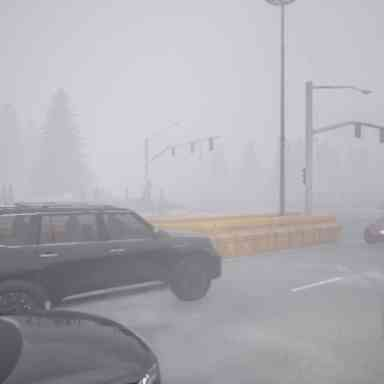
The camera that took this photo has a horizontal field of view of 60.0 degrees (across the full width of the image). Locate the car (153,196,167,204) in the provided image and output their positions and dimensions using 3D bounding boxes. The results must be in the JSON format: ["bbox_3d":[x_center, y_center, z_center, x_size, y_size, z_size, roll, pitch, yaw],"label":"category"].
[{"bbox_3d":[-6.820,1.623,71.137,2.128,1.511,4.902,0,0,3],"label":"car"}]

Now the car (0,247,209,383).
[{"bbox_3d":[-2.474,1.488,1.972,4.902,1.511,2.128,0,0,-36],"label":"car"}]

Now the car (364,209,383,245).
[{"bbox_3d":[9.508,1.625,14.794,4.181,1.385,1.994,0,0,-35],"label":"car"}]

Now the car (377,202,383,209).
[{"bbox_3d":[26.542,1.705,44.290,4.674,1.442,1.812,0,0,-35],"label":"car"}]

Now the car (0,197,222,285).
[{"bbox_3d":[-1.991,1.231,6.619,5.566,2.045,2.150,0,0,-36],"label":"car"}]
